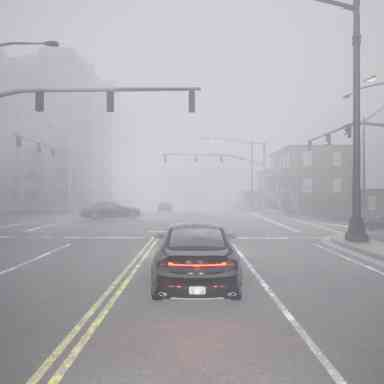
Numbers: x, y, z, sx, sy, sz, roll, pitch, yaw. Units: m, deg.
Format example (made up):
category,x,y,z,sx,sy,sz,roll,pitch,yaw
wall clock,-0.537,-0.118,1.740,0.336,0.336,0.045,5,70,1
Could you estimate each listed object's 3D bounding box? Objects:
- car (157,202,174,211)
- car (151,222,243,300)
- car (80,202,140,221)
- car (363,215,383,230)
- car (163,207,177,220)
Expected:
category,x,y,z,sx,sy,sz,roll,pitch,yaw
car,-3.633,2.066,45.578,1.837,1.490,4.892,0,-5,0
car,0.094,1.505,8.342,1.837,1.490,4.892,0,0,0
car,-6.477,1.497,26.490,4.674,1.442,1.812,-1,1,-22
car,16.047,2.655,28.228,4.181,1.385,1.994,8,0,0
car,-3.630,3.676,55.722,2.128,1.511,4.902,0,-12,0
